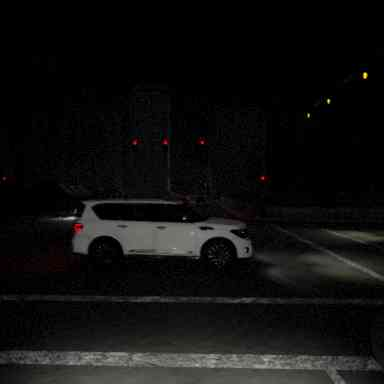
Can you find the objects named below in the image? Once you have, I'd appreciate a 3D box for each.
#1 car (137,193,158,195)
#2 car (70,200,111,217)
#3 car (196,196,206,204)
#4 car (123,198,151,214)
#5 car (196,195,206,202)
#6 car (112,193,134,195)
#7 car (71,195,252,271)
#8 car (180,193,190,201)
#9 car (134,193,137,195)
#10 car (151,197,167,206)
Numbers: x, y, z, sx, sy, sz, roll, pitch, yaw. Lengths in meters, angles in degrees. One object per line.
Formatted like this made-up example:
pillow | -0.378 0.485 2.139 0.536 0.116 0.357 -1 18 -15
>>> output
car | -5.819 1.221 46.797 2.150 2.045 5.566 0 0 1
car | -9.745 1.547 32.529 2.033 1.411 5.357 0 0 4
car | 1.741 1.505 65.349 1.837 1.490 4.892 0 0 1
car | -6.059 1.491 37.225 2.128 1.511 4.902 0 0 1
car | 1.969 1.352 74.566 2.128 1.511 4.902 0 0 1
car | -9.423 1.221 42.709 2.150 2.045 5.566 0 0 2
car | -0.928 1.221 10.571 5.566 2.045 2.150 0 0 3
car | -1.530 1.182 74.623 2.097 1.767 4.553 0 0 1
car | -9.156 1.221 53.073 2.150 2.045 5.566 0 0 1
car | -5.549 1.547 57.152 2.033 1.411 5.357 0 0 2
